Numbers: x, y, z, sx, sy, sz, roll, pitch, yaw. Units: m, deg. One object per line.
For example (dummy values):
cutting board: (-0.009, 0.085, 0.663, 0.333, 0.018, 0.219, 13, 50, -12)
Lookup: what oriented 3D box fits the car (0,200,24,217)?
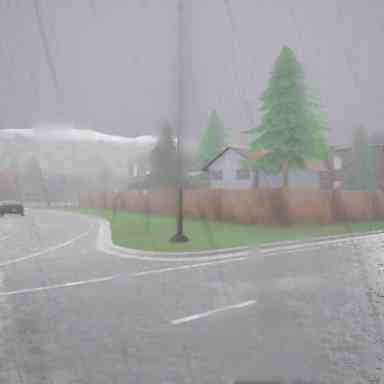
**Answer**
car: (-17.774, 1.513, 32.290, 1.882, 1.535, 5.008, 1, -1, -38)
